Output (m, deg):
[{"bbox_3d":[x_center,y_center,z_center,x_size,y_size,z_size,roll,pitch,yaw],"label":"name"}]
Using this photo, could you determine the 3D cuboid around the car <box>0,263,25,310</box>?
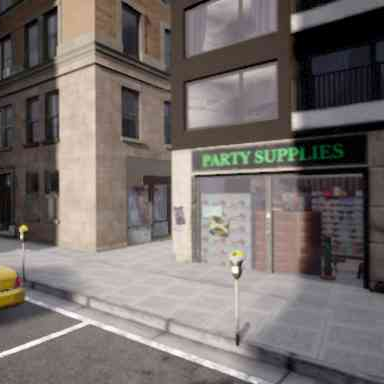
[{"bbox_3d":[-5.168,1.502,6.544,4.829,1.417,1.752,0,0,36],"label":"car"}]
